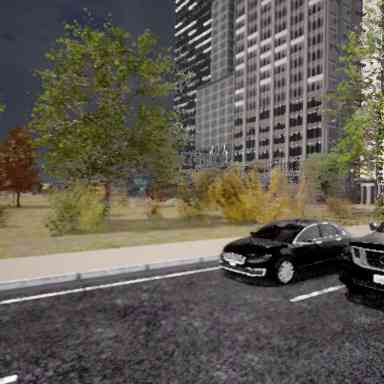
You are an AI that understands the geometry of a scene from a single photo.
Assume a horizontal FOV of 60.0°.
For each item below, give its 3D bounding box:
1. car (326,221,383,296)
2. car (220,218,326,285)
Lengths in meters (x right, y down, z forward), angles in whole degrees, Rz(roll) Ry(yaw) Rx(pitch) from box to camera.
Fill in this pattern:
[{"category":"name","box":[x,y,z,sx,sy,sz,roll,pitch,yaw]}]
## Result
[{"category":"car","box":[5.796,1.308,7.811,5.566,2.045,2.150,1,0,-35]},{"category":"car","box":[3.008,1.581,9.816,4.892,1.490,1.837,1,0,-35]}]
